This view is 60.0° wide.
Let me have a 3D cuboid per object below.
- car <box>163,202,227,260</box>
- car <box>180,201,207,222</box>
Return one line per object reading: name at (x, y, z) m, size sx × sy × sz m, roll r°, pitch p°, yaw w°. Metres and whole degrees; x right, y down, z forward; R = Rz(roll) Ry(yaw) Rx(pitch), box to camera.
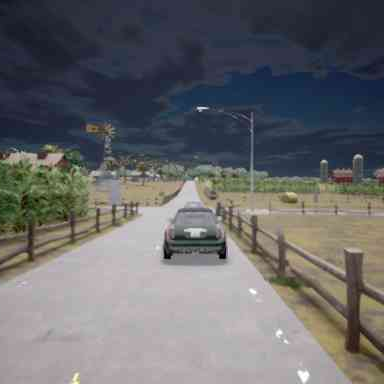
car at (0.104, 1.350, 12.628) m, size 2.097 × 1.767 × 4.553 m, roll 0°, pitch 0°, yaw 0°
car at (0.126, 1.541, 27.339) m, size 2.033 × 1.411 × 5.357 m, roll 0°, pitch 0°, yaw 1°
